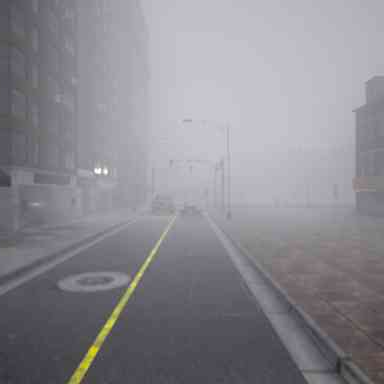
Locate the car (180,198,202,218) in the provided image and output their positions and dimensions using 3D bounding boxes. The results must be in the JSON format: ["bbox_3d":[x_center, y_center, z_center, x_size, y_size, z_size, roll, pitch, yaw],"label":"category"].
[{"bbox_3d":[-0.093,1.507,29.709,1.812,1.442,4.674,0,0,1],"label":"car"}]

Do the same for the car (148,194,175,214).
[{"bbox_3d":[-2.927,1.201,34.941,2.150,2.045,5.566,0,0,0],"label":"car"}]

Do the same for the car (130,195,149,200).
[{"bbox_3d":[-14.516,1.550,92.505,4.892,1.490,1.837,0,0,9],"label":"car"}]

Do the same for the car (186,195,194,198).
[{"bbox_3d":[-0.434,1.506,84.768,1.812,1.442,4.674,0,0,0],"label":"car"}]
